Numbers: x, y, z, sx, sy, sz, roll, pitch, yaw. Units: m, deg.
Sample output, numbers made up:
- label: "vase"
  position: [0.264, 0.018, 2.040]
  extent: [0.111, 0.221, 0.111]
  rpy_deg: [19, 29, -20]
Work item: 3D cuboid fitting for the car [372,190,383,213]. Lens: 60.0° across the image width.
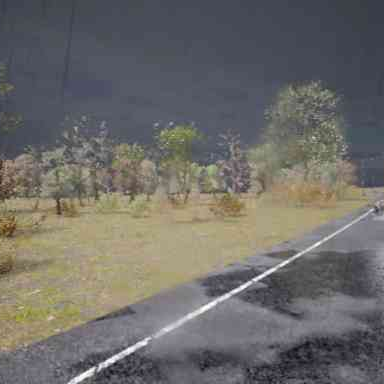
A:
- label: "car"
  position: [18.208, 0.986, 30.898]
  extent: [2.097, 1.767, 4.553]
  rpy_deg: [-2, -1, 32]
